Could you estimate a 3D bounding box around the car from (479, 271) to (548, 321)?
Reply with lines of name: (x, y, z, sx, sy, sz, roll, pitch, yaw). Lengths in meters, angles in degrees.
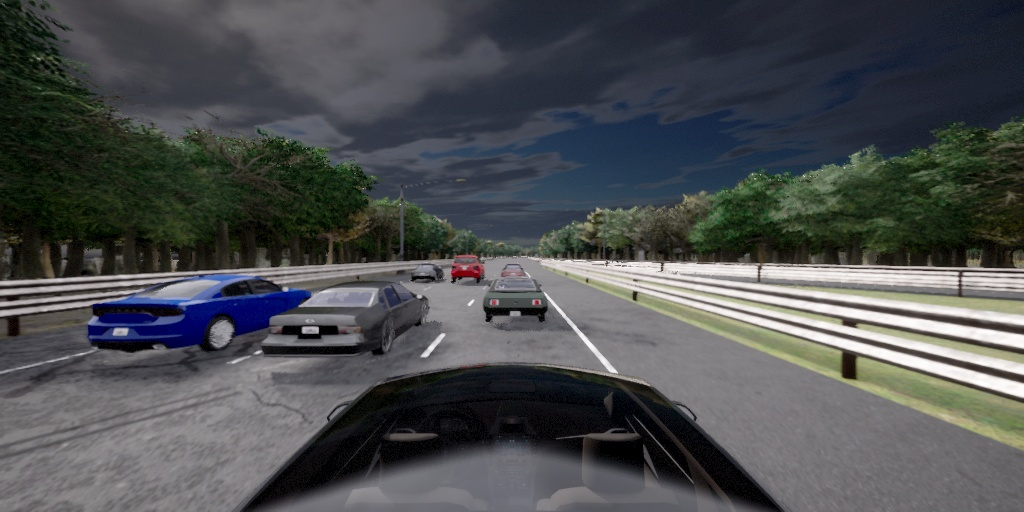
car: (0.102, 1.355, 12.421, 1.895, 1.301, 4.718, 0, 0, 0)

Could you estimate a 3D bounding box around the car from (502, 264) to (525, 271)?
car: (0.103, 1.337, 29.630, 1.994, 1.385, 4.181, 0, 0, 0)

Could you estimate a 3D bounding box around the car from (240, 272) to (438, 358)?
car: (-3.405, 1.299, 8.550, 2.033, 1.411, 5.357, 0, 0, 0)

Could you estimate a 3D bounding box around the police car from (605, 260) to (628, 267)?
police car: (15.459, 1.426, 54.326, 2.038, 1.542, 4.974, 0, 0, -16)

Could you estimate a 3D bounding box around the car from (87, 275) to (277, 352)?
car: (-6.901, 1.197, 8.795, 1.882, 1.535, 5.008, 0, 0, 0)

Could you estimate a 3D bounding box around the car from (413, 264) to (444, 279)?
car: (-6.899, 1.338, 29.673, 1.994, 1.385, 4.181, 0, 0, 0)

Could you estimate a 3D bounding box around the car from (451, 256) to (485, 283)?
car: (-3.395, 0.993, 28.313, 2.150, 2.045, 5.566, 0, 0, 0)
